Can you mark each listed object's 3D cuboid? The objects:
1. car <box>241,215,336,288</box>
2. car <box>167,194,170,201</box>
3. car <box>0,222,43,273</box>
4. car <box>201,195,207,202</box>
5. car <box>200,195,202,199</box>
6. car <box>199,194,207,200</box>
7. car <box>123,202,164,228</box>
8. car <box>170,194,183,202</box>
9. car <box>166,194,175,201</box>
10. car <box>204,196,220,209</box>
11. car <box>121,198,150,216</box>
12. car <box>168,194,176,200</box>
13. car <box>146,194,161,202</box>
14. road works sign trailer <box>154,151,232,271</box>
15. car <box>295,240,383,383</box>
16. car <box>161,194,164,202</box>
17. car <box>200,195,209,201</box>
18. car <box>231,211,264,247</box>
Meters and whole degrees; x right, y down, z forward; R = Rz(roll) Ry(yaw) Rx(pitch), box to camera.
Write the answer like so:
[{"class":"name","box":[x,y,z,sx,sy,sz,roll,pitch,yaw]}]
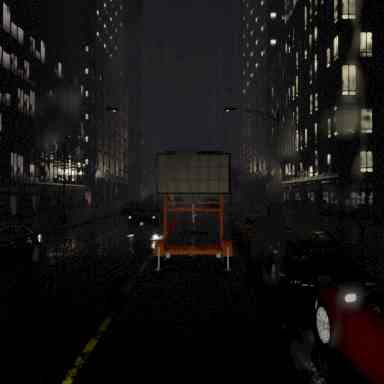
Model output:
[{"class":"car","box":[2.734,1.550,9.006,2.008,1.369,4.403,0,0,0]},{"class":"car","box":[-5.431,1.519,60.130,1.802,1.307,4.206,1,0,0]},{"class":"car","box":[-5.646,1.550,9.049,2.008,1.369,4.403,0,0,0]},{"class":"car","box":[2.926,1.530,54.406,1.802,1.307,4.206,1,0,0]},{"class":"car","box":[2.950,1.519,60.080,1.802,1.307,4.206,1,0,0]},{"class":"car","box":[3.094,1.389,94.129,1.887,1.381,4.507,1,0,0]},{"class":"car","box":[-3.008,1.593,22.149,1.895,1.301,4.718,0,0,0]},{"class":"car","box":[-2.722,1.401,66.244,1.882,1.535,5.008,0,0,0]},{"class":"car","box":[-5.333,1.320,82.833,1.967,1.590,4.097,1,0,0]},{"class":"car","box":[2.878,1.533,43.057,1.947,1.339,4.313,0,0,0]},{"class":"car","box":[-5.551,1.527,31.752,1.887,1.381,4.507,0,0,0]},{"class":"car","box":[-5.311,1.388,88.339,1.752,1.417,4.829,1,0,0]},{"class":"car","box":[-5.502,1.407,43.105,1.967,1.590,4.097,0,0,0]},{"class":"road works sign trailer","box":[0.046,0.463,10.928,2.380,3.560,2.880,0,0,0]},{"class":"car","box":[2.710,1.545,3.332,1.887,1.381,4.507,0,0,0]},{"class":"car","box":[-5.477,1.274,48.780,2.192,1.841,5.009,0,0,0]},{"class":"car","box":[3.046,1.445,82.779,1.947,1.339,4.313,1,0,0]},{"class":"car","box":[2.759,1.522,14.853,1.752,1.417,4.829,0,0,0]}]
